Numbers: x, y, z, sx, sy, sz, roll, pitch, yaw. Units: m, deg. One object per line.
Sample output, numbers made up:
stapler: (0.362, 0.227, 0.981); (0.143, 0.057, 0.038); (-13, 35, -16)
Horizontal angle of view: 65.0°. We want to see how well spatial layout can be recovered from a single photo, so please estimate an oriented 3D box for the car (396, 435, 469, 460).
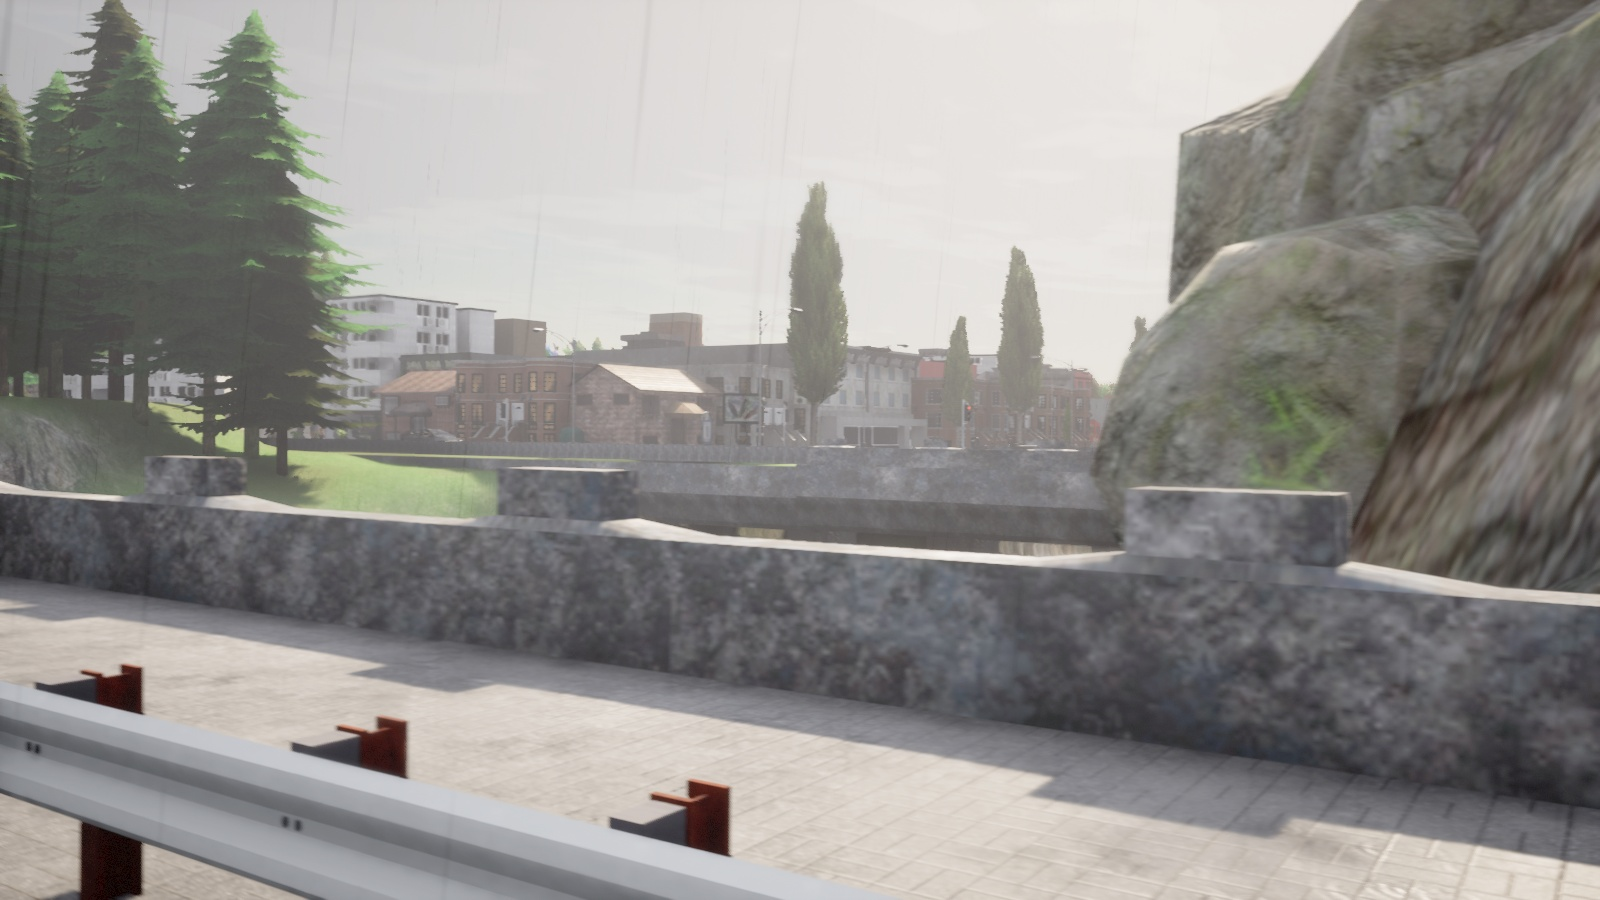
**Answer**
car: (-23.158, -0.192, 79.103); (4.514, 1.525, 2.007); (0, 1, 34)
